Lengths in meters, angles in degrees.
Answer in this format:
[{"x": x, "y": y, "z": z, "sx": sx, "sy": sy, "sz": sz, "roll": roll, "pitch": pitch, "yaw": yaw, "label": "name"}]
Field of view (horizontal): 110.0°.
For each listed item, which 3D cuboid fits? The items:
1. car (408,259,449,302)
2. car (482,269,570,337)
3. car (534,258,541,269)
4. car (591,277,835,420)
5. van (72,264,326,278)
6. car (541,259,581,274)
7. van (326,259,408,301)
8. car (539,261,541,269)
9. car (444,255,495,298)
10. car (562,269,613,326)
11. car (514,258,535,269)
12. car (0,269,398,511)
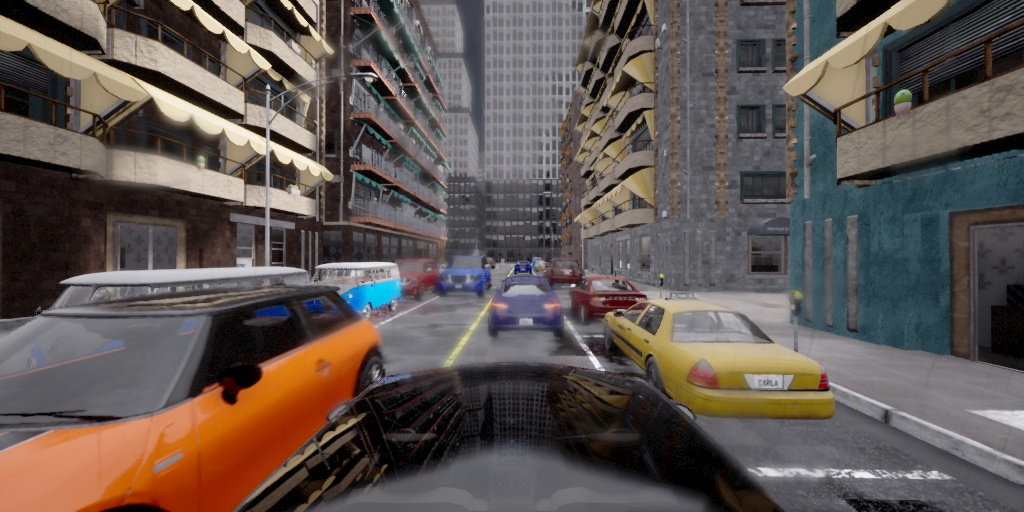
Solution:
[{"x": -4.821, "y": 1.068, "z": 17.380, "sx": 2.192, "sy": 1.841, "sz": 5.009, "roll": 0, "pitch": 0, "yaw": 2, "label": "car"}, {"x": 0.386, "y": 1.277, "z": 10.147, "sx": 1.812, "sy": 1.442, "sz": 4.674, "roll": 0, "pitch": 0, "yaw": 2, "label": "car"}, {"x": 3.861, "y": 1.294, "z": 45.517, "sx": 1.751, "sy": 1.417, "sz": 4.829, "roll": 0, "pitch": 0, "yaw": 2, "label": "car"}, {"x": 2.741, "y": 1.276, "z": 6.051, "sx": 1.751, "sy": 1.417, "sz": 4.829, "roll": 0, "pitch": 0, "yaw": 2, "label": "car"}, {"x": -5.141, "y": 1.091, "z": 6.104, "sx": 1.690, "sy": 1.789, "sz": 3.998, "roll": 0, "pitch": 0, "yaw": 2, "label": "van"}, {"x": 3.216, "y": 1.071, "z": 22.795, "sx": 2.192, "sy": 1.841, "sz": 5.009, "roll": 0, "pitch": 0, "yaw": 2, "label": "car"}, {"x": -4.981, "y": 1.093, "z": 11.742, "sx": 1.690, "sy": 1.789, "sz": 3.998, "roll": 0, "pitch": 0, "yaw": 2, "label": "van"}, {"x": 3.381, "y": 1.284, "z": 28.603, "sx": 1.751, "sy": 1.417, "sz": 4.829, "roll": 0, "pitch": 0, "yaw": 2, "label": "car"}, {"x": -2.312, "y": 0.969, "z": 18.815, "sx": 2.150, "sy": 2.045, "sz": 5.566, "roll": 0, "pitch": 1, "yaw": 2, "label": "car"}, {"x": 2.896, "y": 1.297, "z": 11.519, "sx": 1.888, "sy": 1.381, "sz": 4.507, "roll": 0, "pitch": 0, "yaw": 2, "label": "car"}, {"x": 1.230, "y": 1.242, "z": 39.877, "sx": 1.882, "sy": 1.535, "sz": 5.008, "roll": 0, "pitch": 0, "yaw": 2, "label": "car"}, {"x": -2.767, "y": 1.101, "z": 2.840, "sx": 2.097, "sy": 1.767, "sz": 4.553, "roll": 0, "pitch": 0, "yaw": 2, "label": "car"}]
